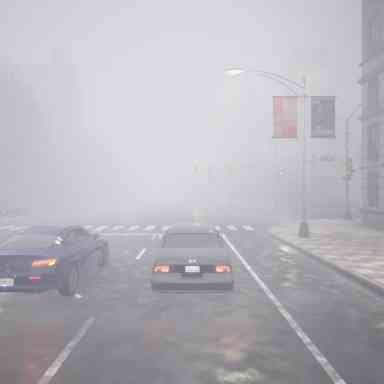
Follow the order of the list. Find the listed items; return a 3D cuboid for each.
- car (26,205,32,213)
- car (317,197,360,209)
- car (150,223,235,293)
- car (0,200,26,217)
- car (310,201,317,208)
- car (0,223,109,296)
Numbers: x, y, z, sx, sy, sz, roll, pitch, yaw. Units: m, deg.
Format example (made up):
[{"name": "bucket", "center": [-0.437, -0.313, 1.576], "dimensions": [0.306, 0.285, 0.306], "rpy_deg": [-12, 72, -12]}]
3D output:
[{"name": "car", "center": [-18.893, 1.564, 34.384], "dimensions": [4.181, 1.385, 1.994], "rpy_deg": [0, 0, 0]}, {"name": "car", "center": [19.033, 1.526, 42.749], "dimensions": [4.674, 1.442, 1.812], "rpy_deg": [0, 0, 0]}, {"name": "car", "center": [0.002, 1.547, 8.986], "dimensions": [2.033, 1.411, 5.357], "rpy_deg": [0, 0, 0]}, {"name": "car", "center": [-17.950, 1.548, 29.673], "dimensions": [5.357, 1.411, 2.033], "rpy_deg": [0, 0, 19]}, {"name": "car", "center": [19.011, 1.505, 46.242], "dimensions": [4.892, 1.490, 1.837], "rpy_deg": [0, 0, 0]}, {"name": "car", "center": [-3.496, 1.526, 8.536], "dimensions": [1.812, 1.442, 4.674], "rpy_deg": [0, 0, 0]}]
